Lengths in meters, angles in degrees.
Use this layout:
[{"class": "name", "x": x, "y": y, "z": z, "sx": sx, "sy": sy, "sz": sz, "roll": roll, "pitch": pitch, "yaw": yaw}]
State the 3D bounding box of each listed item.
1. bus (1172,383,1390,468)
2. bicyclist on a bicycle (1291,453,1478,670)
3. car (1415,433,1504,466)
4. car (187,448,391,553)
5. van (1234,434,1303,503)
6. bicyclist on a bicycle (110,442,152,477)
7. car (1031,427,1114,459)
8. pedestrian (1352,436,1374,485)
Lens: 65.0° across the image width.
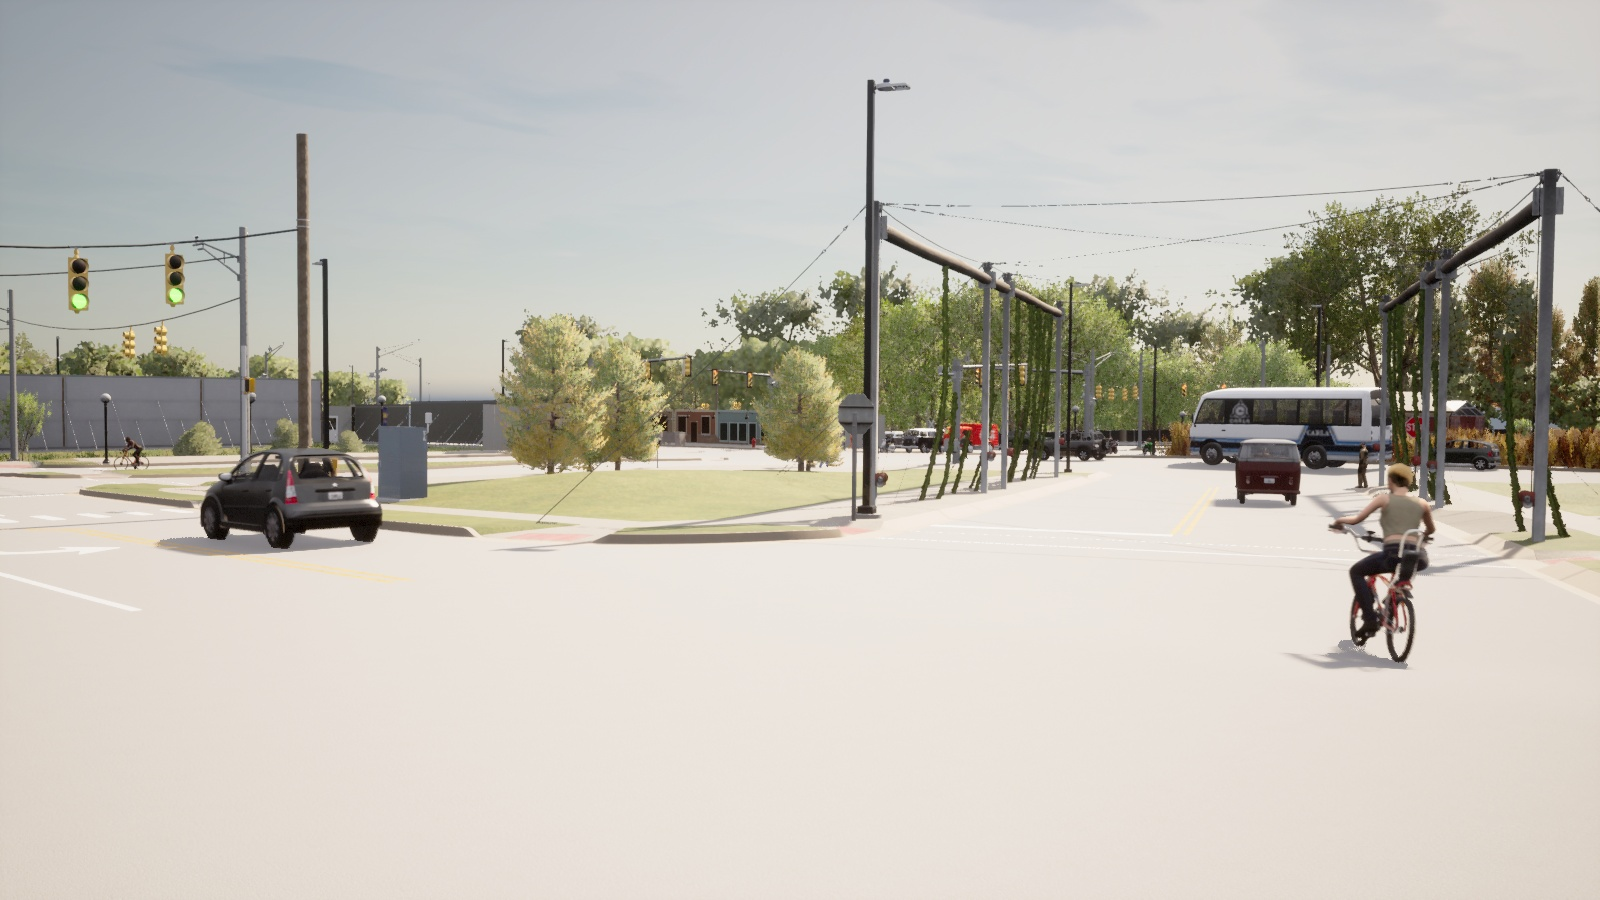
[{"class": "bus", "x": 25.761, "y": -1.439, "z": 67.763, "sx": 10.273, "sy": 4.253, "sz": 3.944, "roll": 2, "pitch": 4, "yaw": 44}, {"class": "bicyclist on a bicycle", "x": 4.859, "y": 0.878, "z": 10.571, "sx": 0.866, "sy": 1.612, "sz": 1.509, "roll": 5, "pitch": 0, "yaw": 7}, {"class": "car", "x": 34.010, "y": -0.041, "z": 64.822, "sx": 3.705, "sy": 1.549, "sz": 1.789, "roll": 2, "pitch": 3, "yaw": 44}, {"class": "car", "x": -9.018, "y": 0.804, "z": 22.014, "sx": 3.988, "sy": 1.617, "sz": 1.851, "roll": 0, "pitch": 2, "yaw": 45}, {"class": "van", "x": 14.491, "y": 0.519, "z": 39.041, "sx": 1.775, "sy": 1.987, "sz": 4.442, "roll": 1, "pitch": 1, "yaw": 18}, {"class": "bicyclist on a bicycle", "x": -31.950, "y": 0.447, "z": 60.015, "sx": 0.582, "sy": 1.620, "sz": 1.656, "roll": 1, "pitch": 2, "yaw": 39}, {"class": "car", "x": 16.627, "y": -0.408, "z": 76.758, "sx": 4.605, "sy": 1.855, "sz": 1.932, "roll": 0, "pitch": 2, "yaw": 44}, {"class": "pedestrian", "x": 22.354, "y": 0.416, "z": 49.865, "sx": 0.396, "sy": 1.930, "sz": 0.692, "roll": -2, "pitch": 3, "yaw": -33}]
